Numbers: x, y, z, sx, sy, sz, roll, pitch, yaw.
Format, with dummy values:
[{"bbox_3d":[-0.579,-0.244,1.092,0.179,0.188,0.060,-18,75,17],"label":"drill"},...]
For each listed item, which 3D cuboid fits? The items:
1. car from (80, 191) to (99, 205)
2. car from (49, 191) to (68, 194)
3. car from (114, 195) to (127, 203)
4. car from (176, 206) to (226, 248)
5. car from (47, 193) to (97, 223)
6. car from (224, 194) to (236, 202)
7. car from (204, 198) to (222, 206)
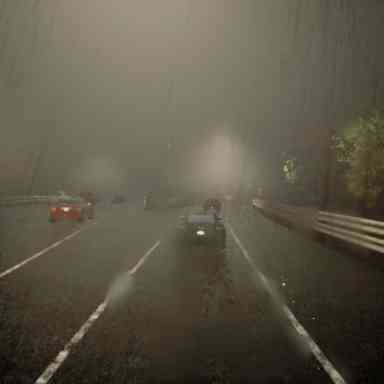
[{"bbox_3d":[-14.748,0.887,47.458,2.150,2.045,5.566,0,0,-7],"label":"car"},{"bbox_3d":[-18.057,0.885,45.637,2.150,2.045,5.566,0,0,-7],"label":"car"},{"bbox_3d":[-12.518,1.174,58.370,1.994,1.385,4.181,0,0,-7],"label":"car"},{"bbox_3d":[0.417,1.520,14.519,1.994,1.385,4.181,0,0,3],"label":"car"},{"bbox_3d":[-8.399,1.180,23.637,2.097,1.767,4.553,0,0,-7],"label":"car"},{"bbox_3d":[8.429,1.281,73.069,2.097,1.767,4.553,0,0,14],"label":"car"},{"bbox_3d":[2.447,1.457,38.931,1.837,1.490,4.892,0,0,7],"label":"car"}]
